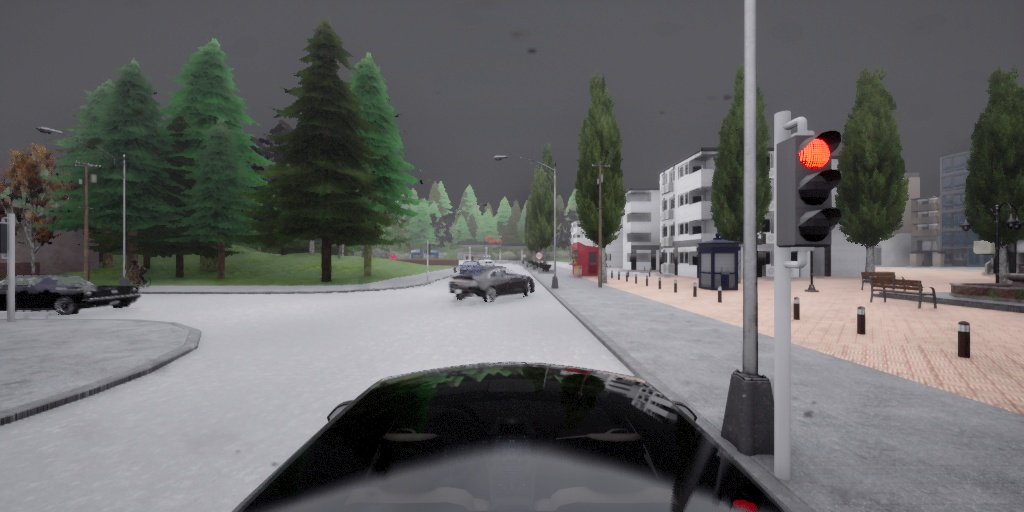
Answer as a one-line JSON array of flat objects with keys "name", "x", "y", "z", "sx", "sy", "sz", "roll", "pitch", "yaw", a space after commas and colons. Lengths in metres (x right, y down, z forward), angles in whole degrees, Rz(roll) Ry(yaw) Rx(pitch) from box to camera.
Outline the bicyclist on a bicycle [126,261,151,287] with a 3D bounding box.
[{"name": "bicyclist on a bicycle", "x": -22.132, "y": 1.099, "z": 21.162, "sx": 0.582, "sy": 1.620, "sz": 1.656, "roll": 0, "pitch": 0, "yaw": 0}]

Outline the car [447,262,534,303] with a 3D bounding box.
[{"name": "car", "x": -0.804, "y": 1.241, "z": 16.707, "sx": 2.128, "sy": 1.511, "sz": 4.902, "roll": 1, "pitch": 1, "yaw": 36}]

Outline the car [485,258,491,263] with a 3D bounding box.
[{"name": "car", "x": -4.059, "y": 1.276, "z": 46.011, "sx": 1.812, "sy": 1.442, "sz": 4.674, "roll": 0, "pitch": 0, "yaw": 0}]

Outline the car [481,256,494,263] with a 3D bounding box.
[{"name": "car", "x": -4.012, "y": 0.971, "z": 56.410, "sx": 2.150, "sy": 2.045, "sz": 5.566, "roll": 0, "pitch": 0, "yaw": 0}]

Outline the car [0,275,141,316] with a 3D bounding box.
[{"name": "car", "x": -16.343, "y": 1.351, "z": 12.758, "sx": 4.718, "sy": 1.301, "sz": 1.895, "roll": 0, "pitch": 0, "yaw": 0}]

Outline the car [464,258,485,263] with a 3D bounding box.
[{"name": "car", "x": -4.081, "y": 1.228, "z": 35.850, "sx": 1.882, "sy": 1.535, "sz": 5.008, "roll": 0, "pitch": 0, "yaw": 0}]
